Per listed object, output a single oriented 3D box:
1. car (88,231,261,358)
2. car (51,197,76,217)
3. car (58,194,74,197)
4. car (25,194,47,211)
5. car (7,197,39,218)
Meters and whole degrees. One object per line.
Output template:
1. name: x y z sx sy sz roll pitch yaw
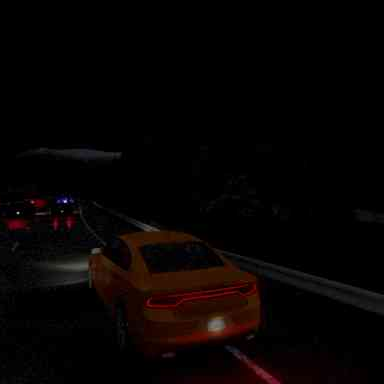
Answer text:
1. car: -0.746 1.478 6.315 1.882 1.535 5.008 0 0 -25
2. car: -12.182 1.490 31.476 2.128 1.511 4.902 0 0 -19
3. car: -15.669 1.219 41.361 2.150 2.045 5.566 0 0 -19
4. car: -18.821 1.219 39.931 2.150 2.045 5.566 0 0 -19
5. car: -15.343 1.503 30.052 1.837 1.490 4.892 0 0 -20
